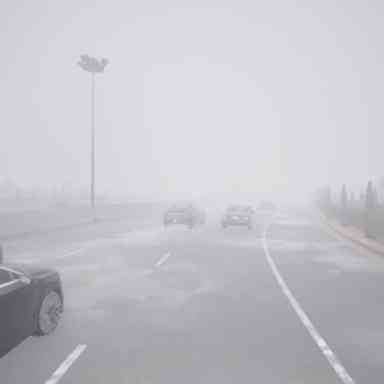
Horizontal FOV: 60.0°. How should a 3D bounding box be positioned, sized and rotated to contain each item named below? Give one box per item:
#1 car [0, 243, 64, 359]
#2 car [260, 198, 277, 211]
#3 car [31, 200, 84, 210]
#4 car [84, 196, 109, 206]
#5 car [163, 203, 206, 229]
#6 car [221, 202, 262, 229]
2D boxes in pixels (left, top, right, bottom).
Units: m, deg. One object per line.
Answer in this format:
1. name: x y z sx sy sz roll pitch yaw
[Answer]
1. car: -3.170 1.473 3.758 2.128 1.511 4.902 0 0 3
2. car: 9.461 1.539 41.722 1.812 1.442 4.674 0 0 18
3. car: -10.519 1.457 25.179 1.812 1.442 4.674 0 0 15
4. car: -12.545 1.281 42.241 2.097 1.767 4.553 0 0 18
5. car: -0.389 1.473 21.659 2.128 1.511 4.902 0 0 14
6. car: 3.131 1.546 21.554 2.033 1.411 5.357 0 0 15
